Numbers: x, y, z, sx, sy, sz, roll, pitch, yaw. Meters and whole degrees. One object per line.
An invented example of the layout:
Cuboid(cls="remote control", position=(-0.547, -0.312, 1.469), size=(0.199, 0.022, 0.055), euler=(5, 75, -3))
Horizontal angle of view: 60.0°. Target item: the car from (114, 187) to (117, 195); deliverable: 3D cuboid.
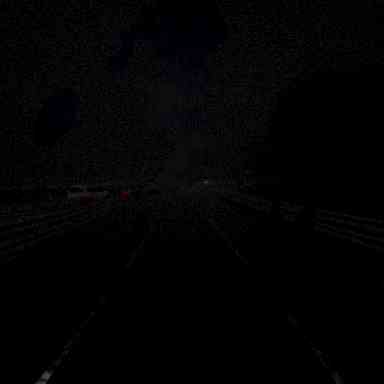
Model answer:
Cuboid(cls="car", position=(-13.058, -0.096, 54.081), size=(1.837, 1.490, 4.892), euler=(0, 2, 16))

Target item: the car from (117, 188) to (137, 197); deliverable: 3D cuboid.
Cuboid(cls="car", position=(-9.692, -0.019, 53.130), size=(1.994, 1.385, 4.181), euler=(0, 2, 16))

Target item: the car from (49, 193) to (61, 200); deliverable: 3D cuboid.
Cuboid(cls="car", position=(-13.960, 0.675, 38.026), size=(1.895, 1.301, 4.718), euler=(0, 3, 16))

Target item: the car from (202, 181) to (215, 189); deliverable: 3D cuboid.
Cuboid(cls="car", position=(3.980, -1.600, 88.637), size=(2.033, 1.411, 5.357), euler=(0, 2, 16))

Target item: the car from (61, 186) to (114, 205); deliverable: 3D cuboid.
Cuboid(cls="car", position=(-10.998, 0.373, 35.628), size=(2.150, 2.045, 5.566), euler=(0, 3, 16))

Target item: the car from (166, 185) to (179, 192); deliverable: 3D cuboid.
Cuboid(cls="car", position=(-4.291, -0.883, 72.240), size=(2.128, 1.511, 4.902), euler=(0, 2, 16))

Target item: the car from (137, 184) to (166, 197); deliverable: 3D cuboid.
Cuboid(cls="car", position=(-6.319, -0.088, 52.186), size=(1.882, 1.535, 5.008), euler=(0, 2, 16))

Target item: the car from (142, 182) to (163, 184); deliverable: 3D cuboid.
Cuboid(cls="car", position=(-8.216, -0.985, 71.215), size=(2.097, 1.767, 4.553), euler=(0, 2, 16))
